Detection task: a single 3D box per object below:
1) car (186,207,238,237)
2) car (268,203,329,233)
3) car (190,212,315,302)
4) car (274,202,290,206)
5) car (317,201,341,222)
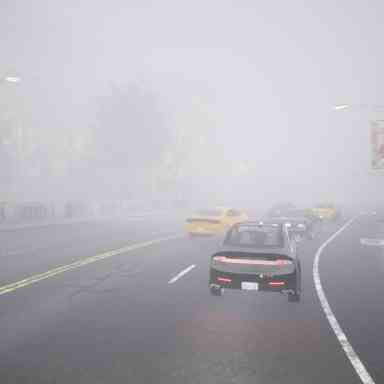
[{"bbox_3d":[1.459,1.477,16.826,1.882,1.535,5.008,0,0,26],"label":"car"},{"bbox_3d":[5.559,1.547,17.320,2.033,1.411,5.357,0,0,29],"label":"car"},{"bbox_3d":[1.695,1.491,8.368,2.128,1.511,4.902,0,0,15],"label":"car"},{"bbox_3d":[7.909,1.564,28.410,1.994,1.385,4.181,0,0,30],"label":"car"},{"bbox_3d":[10.584,1.456,26.274,1.801,1.575,5.366,0,0,30],"label":"car"}]
